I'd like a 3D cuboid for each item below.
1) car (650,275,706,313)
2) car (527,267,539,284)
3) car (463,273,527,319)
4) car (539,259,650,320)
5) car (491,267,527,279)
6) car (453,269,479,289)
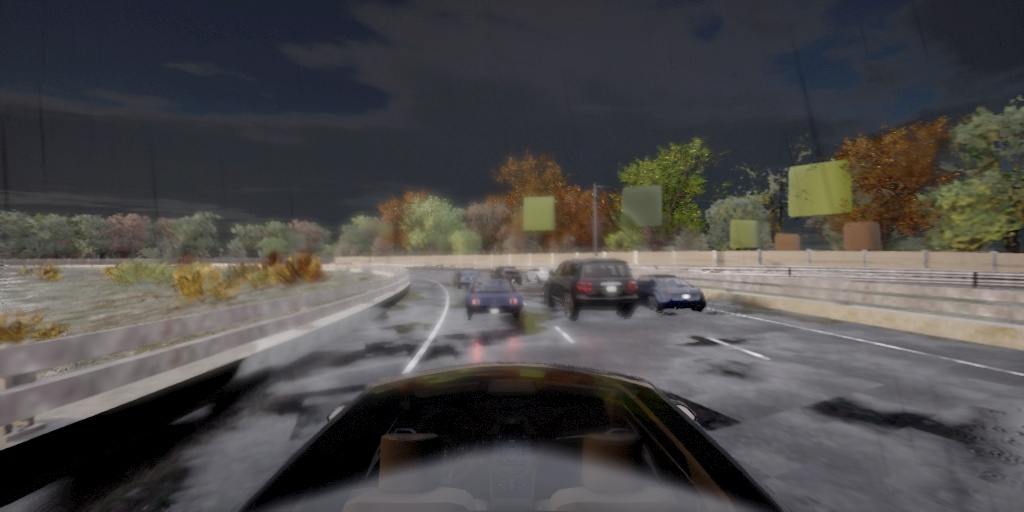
[{"bbox_3d":[6.054,1.465,14.992,1.994,1.385,4.181,0,-1,-8],"label":"car"},{"bbox_3d":[2.648,1.664,31.505,1.812,1.442,4.674,0,-1,-16],"label":"car"},{"bbox_3d":[-0.820,1.516,13.731,1.895,1.301,4.718,0,-1,-7],"label":"car"},{"bbox_3d":[2.733,1.120,13.552,2.150,2.045,5.566,0,-1,-6],"label":"car"},{"bbox_3d":[-0.574,1.640,30.074,1.837,1.490,4.892,0,0,-16],"label":"car"},{"bbox_3d":[-3.387,1.656,27.169,2.033,1.411,5.357,0,-1,-14],"label":"car"}]
